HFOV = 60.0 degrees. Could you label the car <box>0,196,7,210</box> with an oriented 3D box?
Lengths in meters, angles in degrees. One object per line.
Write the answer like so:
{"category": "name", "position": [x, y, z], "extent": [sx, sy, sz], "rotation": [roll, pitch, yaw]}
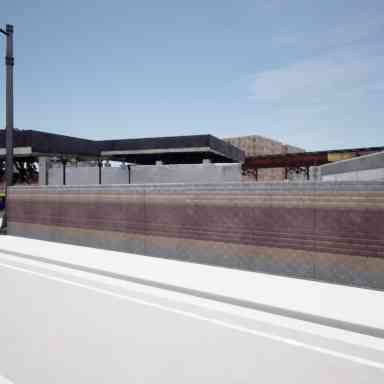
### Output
{"category": "car", "position": [-20.626, 1.295, 39.464], "extent": [2.242, 1.667, 4.611], "rotation": [0, 0, 37]}
